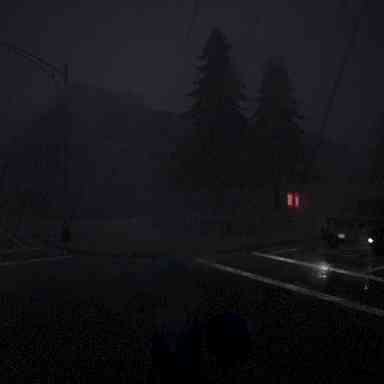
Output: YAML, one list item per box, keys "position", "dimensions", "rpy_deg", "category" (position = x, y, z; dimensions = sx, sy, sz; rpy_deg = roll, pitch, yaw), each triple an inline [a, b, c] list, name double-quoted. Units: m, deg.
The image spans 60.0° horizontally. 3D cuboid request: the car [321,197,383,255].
- position: [7.665, 1.248, 13.763]
  dimensions: [5.566, 2.045, 2.150]
  rpy_deg: [0, 0, -37]
  category: "car"
